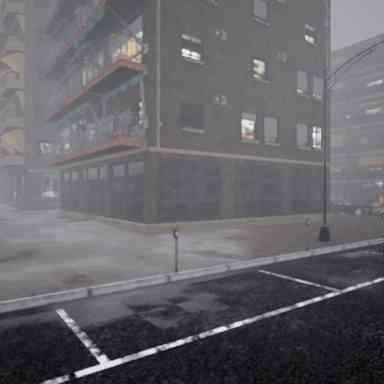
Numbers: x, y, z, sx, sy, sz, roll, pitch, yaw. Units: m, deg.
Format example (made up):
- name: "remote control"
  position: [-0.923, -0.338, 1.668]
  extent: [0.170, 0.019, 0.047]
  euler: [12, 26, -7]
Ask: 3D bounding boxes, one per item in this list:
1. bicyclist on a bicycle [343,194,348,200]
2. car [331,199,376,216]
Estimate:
- name: "bicyclist on a bicycle"
  position: [19.248, 1.045, 41.775]
  extent: [1.656, 1.620, 0.582]
  euler: [0, 1, -36]
- name: "car"
  position: [14.009, 1.366, 29.751]
  extent: [2.008, 1.369, 4.403]
  euler: [1, 0, -36]
